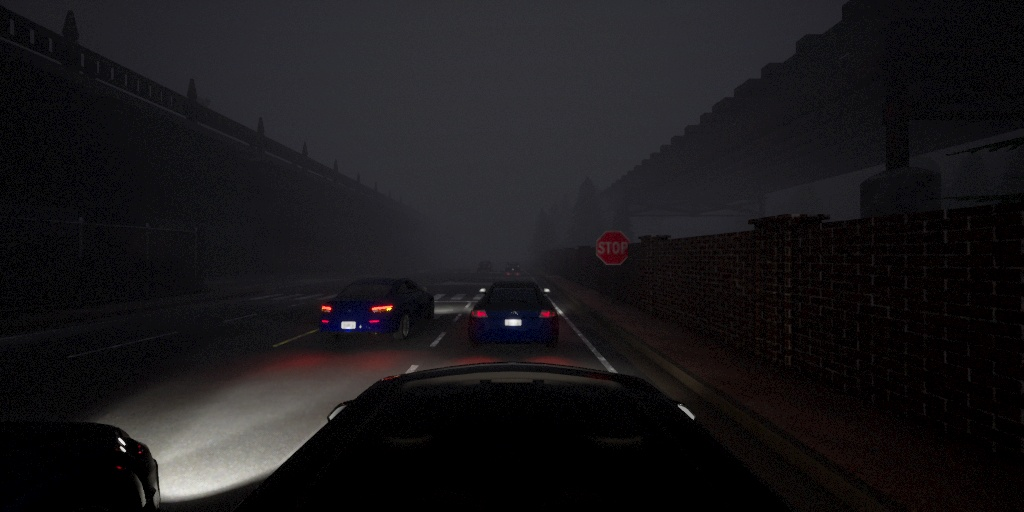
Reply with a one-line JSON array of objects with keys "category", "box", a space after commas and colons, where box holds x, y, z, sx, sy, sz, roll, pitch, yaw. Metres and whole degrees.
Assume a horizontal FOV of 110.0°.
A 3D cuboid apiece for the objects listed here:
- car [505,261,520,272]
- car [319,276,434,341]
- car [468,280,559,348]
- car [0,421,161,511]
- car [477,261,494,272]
[{"category": "car", "box": [0.085, 1.351, 46.076, 1.895, 1.301, 4.718, 0, 0, -1]}, {"category": "car", "box": [-3.415, 1.276, 9.779, 1.812, 1.442, 4.674, 0, 0, 0]}, {"category": "car", "box": [0.067, 1.314, 9.258, 1.994, 1.385, 4.181, 0, 0, 1]}, {"category": "car", "box": [-3.398, 1.314, 0.683, 1.994, 1.385, 4.181, 0, 0, 0]}, {"category": "car", "box": [-3.410, 1.297, 45.908, 2.033, 1.411, 5.357, 0, 0, -1]}]
